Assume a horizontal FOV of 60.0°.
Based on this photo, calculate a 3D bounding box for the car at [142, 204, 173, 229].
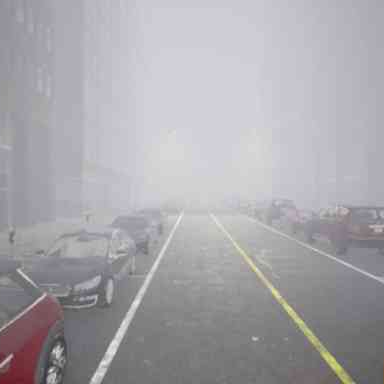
[{"bbox_3d":[-2.353,1.583,18.971,1.947,1.339,4.313,0,0,0],"label":"car"}]

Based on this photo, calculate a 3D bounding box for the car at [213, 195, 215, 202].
[{"bbox_3d":[6.352,1.699,74.974,1.887,1.381,4.507,0,0,0],"label":"car"}]

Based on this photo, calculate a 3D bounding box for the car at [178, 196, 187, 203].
[{"bbox_3d":[-2.174,1.663,74.993,1.887,1.381,4.507,0,0,0],"label":"car"}]

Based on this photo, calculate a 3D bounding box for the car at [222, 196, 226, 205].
[{"bbox_3d":[6.280,1.695,52.567,1.802,1.307,4.206,0,0,0],"label":"car"}]

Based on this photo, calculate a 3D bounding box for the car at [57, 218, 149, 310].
[{"bbox_3d":[-2.389,1.551,7.768,2.008,1.369,4.403,0,0,0],"label":"car"}]

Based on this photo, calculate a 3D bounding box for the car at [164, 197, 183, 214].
[{"bbox_3d":[-2.300,1.591,35.778,1.887,1.381,4.507,0,0,0],"label":"car"}]

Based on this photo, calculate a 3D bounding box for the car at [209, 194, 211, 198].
[{"bbox_3d":[6.406,1.767,91.779,1.802,1.307,4.206,0,0,0],"label":"car"}]

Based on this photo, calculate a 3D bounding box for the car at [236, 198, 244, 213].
[{"bbox_3d":[6.226,1.522,35.762,1.967,1.590,4.097,0,0,0],"label":"car"}]

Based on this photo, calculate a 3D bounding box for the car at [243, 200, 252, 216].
[{"bbox_3d":[6.208,1.638,30.160,1.947,1.339,4.313,0,0,0],"label":"car"}]

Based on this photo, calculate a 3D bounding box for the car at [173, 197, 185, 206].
[{"bbox_3d":[-2.228,1.632,58.186,1.887,1.381,4.507,0,0,0],"label":"car"}]

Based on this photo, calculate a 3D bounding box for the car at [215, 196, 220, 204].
[{"bbox_3d":[6.334,1.688,69.372,1.887,1.381,4.507,0,0,0],"label":"car"}]

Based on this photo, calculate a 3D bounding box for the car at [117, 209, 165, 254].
[{"bbox_3d":[-2.371,1.575,13.369,1.947,1.339,4.313,0,0,0],"label":"car"}]

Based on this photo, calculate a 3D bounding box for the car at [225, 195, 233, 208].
[{"bbox_3d":[6.262,1.543,46.965,1.967,1.590,4.097,0,0,0],"label":"car"}]

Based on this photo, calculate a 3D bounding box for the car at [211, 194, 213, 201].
[{"bbox_3d":[6.370,1.604,80.576,1.967,1.590,4.097,0,0,0],"label":"car"}]

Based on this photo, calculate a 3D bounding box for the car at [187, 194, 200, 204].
[{"bbox_3d":[0.564,1.591,66.250,1.882,1.535,5.008,0,0,0],"label":"car"}]

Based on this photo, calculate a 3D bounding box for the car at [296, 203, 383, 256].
[{"bbox_3d":[6.154,1.360,13.355,2.192,1.841,5.009,0,0,0],"label":"car"}]

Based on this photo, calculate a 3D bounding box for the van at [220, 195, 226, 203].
[{"bbox_3d":[6.298,1.464,58.168,1.690,1.788,3.998,0,0,0],"label":"van"}]

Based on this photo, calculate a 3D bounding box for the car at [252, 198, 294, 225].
[{"bbox_3d":[6.190,1.378,24.558,2.192,1.841,5.009,0,0,0],"label":"car"}]

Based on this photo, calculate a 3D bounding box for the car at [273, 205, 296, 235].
[{"bbox_3d":[6.172,1.635,18.957,1.802,1.307,4.206,0,0,0],"label":"car"}]

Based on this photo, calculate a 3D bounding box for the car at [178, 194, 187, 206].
[{"bbox_3d":[-2.246,1.517,52.584,1.967,1.590,4.097,0,0,0],"label":"car"}]

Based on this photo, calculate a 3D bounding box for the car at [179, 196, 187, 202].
[{"bbox_3d":[-2.156,1.673,80.594,1.887,1.381,4.507,0,0,0],"label":"car"}]

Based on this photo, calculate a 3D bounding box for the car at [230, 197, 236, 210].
[{"bbox_3d":[6.244,1.658,41.363,1.947,1.339,4.313,0,0,0],"label":"car"}]

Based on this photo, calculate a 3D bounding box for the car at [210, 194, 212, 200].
[{"bbox_3d":[6.388,1.700,86.347,1.752,1.417,4.829,0,0,0],"label":"car"}]

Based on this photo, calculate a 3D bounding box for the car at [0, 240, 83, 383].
[{"bbox_3d":[-2.407,1.433,2.165,1.967,1.590,4.097,0,0,0],"label":"car"}]
